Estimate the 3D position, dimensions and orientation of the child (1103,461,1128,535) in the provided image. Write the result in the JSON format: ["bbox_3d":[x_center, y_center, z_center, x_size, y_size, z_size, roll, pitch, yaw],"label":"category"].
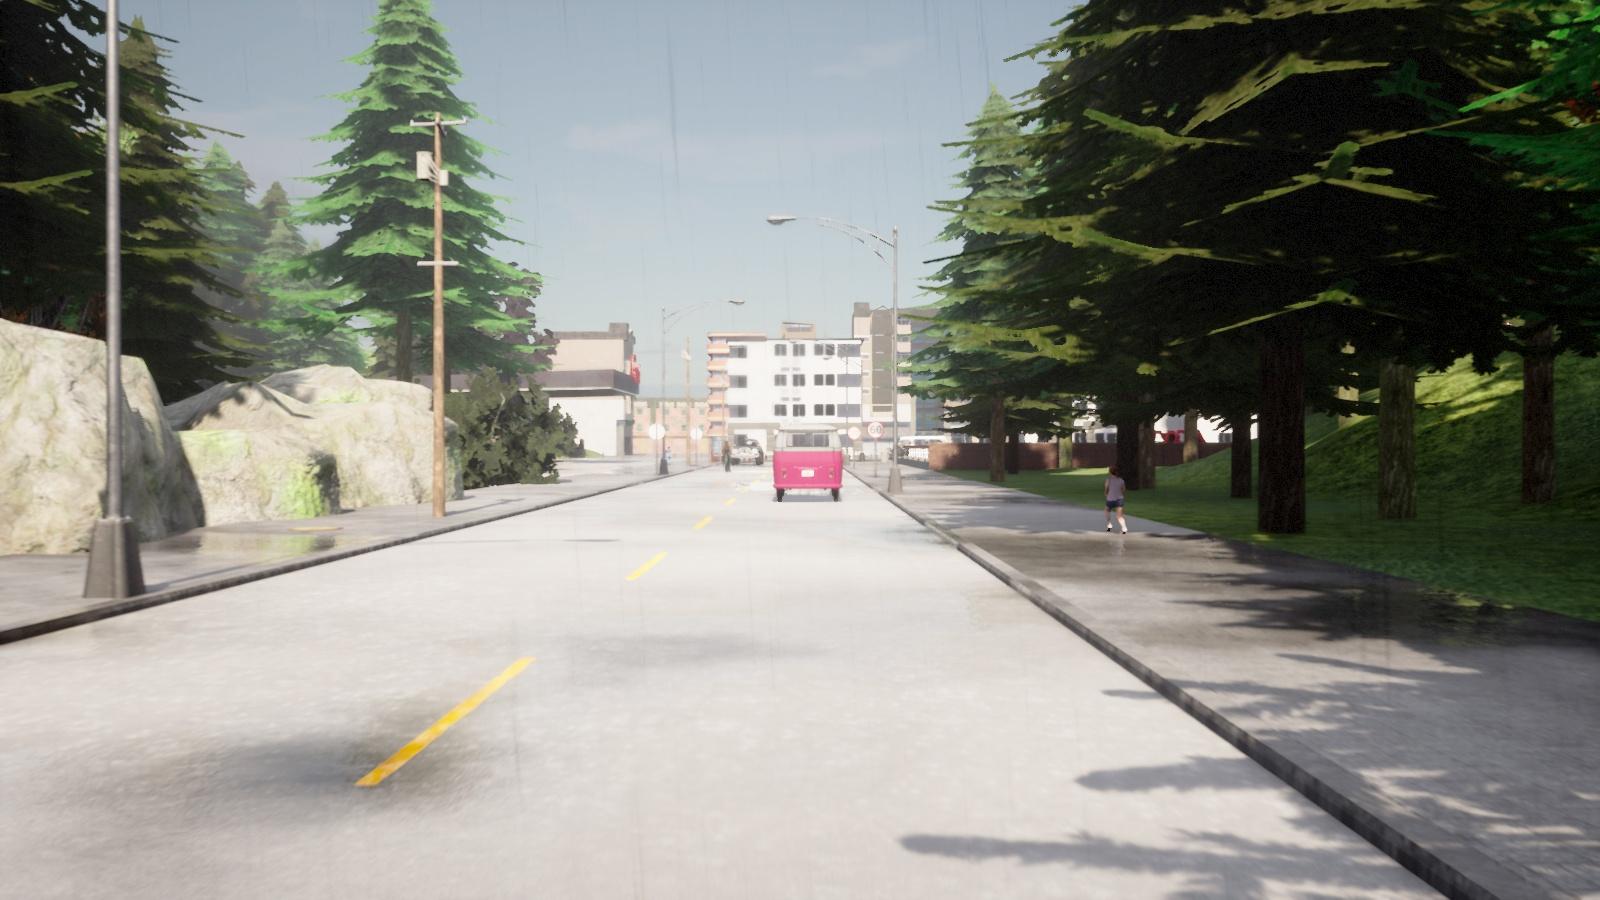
[{"bbox_3d":[4.816,0.732,19.159,0.255,1.110,0.394,0,0,-4],"label":"child"}]

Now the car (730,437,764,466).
[{"bbox_3d":[-3.556,0.082,84.729,1.932,1.855,4.605,0,0,2],"label":"car"}]

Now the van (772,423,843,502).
[{"bbox_3d":[0.209,0.309,33.734,1.775,1.987,4.442,0,0,0],"label":"van"}]
